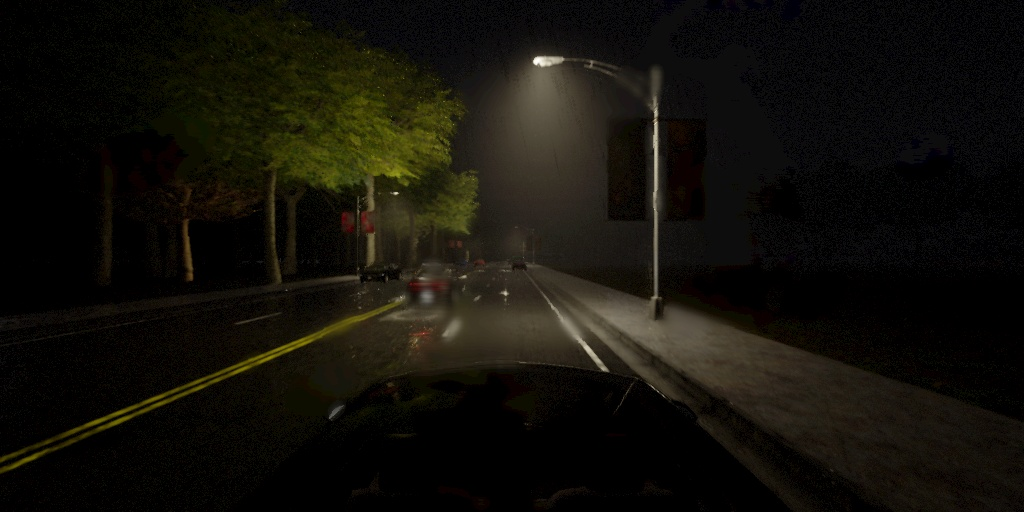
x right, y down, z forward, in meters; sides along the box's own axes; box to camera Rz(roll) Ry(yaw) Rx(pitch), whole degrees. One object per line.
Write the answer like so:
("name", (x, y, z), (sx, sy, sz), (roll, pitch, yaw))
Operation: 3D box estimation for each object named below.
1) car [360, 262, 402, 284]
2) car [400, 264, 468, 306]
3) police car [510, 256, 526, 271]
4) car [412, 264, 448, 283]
("car", (-9.839, 1.239, 27.296), (1.882, 1.535, 5.008), (0, 0, 0))
("car", (-3.146, 1.259, 15.721), (1.837, 1.490, 4.892), (0, 0, 0))
("police car", (0.988, 1.215, 49.782), (1.930, 1.638, 5.238), (0, 0, 0))
("car", (-6.587, 1.364, 29.348), (1.895, 1.301, 4.718), (0, 0, 0))
